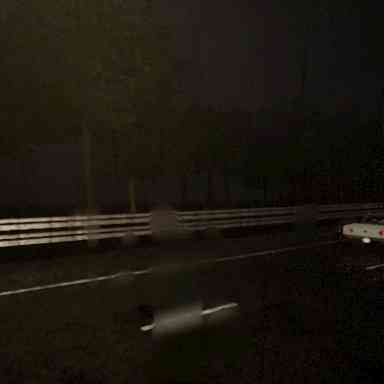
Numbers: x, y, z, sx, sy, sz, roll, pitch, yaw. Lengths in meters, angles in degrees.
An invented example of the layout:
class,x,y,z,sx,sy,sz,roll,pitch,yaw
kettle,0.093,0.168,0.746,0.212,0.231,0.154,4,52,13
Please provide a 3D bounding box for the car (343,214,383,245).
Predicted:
class,x,y,z,sx,sy,sz,roll,pitch,yaw
car,8.582,1.578,14.205,4.718,1.301,1.895,0,0,-36
